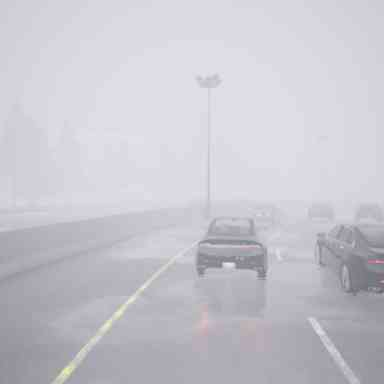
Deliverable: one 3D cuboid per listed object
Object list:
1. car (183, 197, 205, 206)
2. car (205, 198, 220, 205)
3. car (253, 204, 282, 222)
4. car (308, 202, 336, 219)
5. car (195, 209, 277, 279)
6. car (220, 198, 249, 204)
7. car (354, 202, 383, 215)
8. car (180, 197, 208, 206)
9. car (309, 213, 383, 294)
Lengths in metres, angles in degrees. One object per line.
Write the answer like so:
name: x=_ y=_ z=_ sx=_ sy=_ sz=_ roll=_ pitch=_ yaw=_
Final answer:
car: x=1.142 y=1.565 z=51.680 sx=1.882 sy=1.535 sz=5.008 roll=0 pitch=0 yaw=39
car: x=4.385 y=1.657 z=50.094 sx=1.994 sy=1.385 sz=4.181 roll=0 pitch=0 yaw=39
car: x=5.434 y=1.602 z=24.588 sx=2.033 sy=1.411 sz=5.357 roll=0 pitch=0 yaw=22
car: x=11.086 y=1.566 z=28.329 sx=2.128 sy=1.511 sz=4.902 roll=0 pitch=0 yaw=27
car: x=1.281 y=1.512 z=10.206 sx=2.128 sy=1.511 sz=4.902 roll=0 pitch=0 yaw=10
car: x=6.429 y=1.570 z=47.094 sx=1.882 sy=1.535 sz=5.008 roll=0 pitch=0 yaw=39
car: x=14.596 y=1.587 z=27.509 sx=1.837 sy=1.490 sz=4.892 roll=0 pitch=0 yaw=28
car: x=0.449 y=1.586 z=56.366 sx=2.128 sy=1.511 sz=4.902 roll=0 pitch=0 yaw=40
car: x=4.546 y=1.532 z=8.664 sx=1.837 sy=1.490 sz=4.892 roll=0 pitch=0 yaw=9
